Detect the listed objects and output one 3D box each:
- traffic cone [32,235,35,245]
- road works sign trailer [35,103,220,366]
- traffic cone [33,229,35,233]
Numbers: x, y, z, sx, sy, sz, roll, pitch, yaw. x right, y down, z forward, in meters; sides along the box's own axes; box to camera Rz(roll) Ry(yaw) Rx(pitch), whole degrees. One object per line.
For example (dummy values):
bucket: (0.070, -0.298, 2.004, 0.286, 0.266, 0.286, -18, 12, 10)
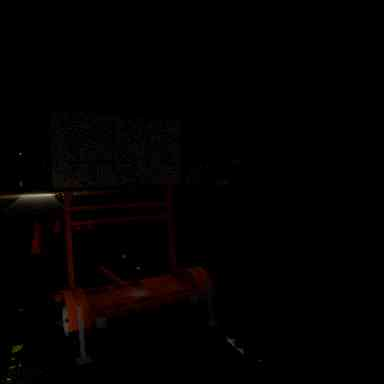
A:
traffic cone: (-5.488, 1.835, 11.700, 0.340, 0.580, 0.340, -2, 1, -25)
road works sign trailer: (-1.286, 0.352, 5.920, 2.380, 3.560, 2.880, -2, 2, -31)
traffic cone: (-6.328, 1.818, 13.516, 0.340, 0.580, 0.340, -2, 1, -25)
